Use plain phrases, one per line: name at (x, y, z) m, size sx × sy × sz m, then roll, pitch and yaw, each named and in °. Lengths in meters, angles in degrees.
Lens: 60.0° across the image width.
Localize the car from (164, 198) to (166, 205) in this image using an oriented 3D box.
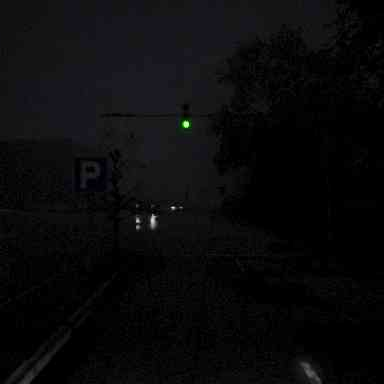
car at (-8.731, 2.165, 74.010) m, size 4.674 × 1.452 × 2.002 m, roll -1°, pitch 0°, yaw -12°

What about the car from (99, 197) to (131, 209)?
car at (-11.637, 1.898, 50.066) m, size 4.792 × 1.488 × 2.163 m, roll -1°, pitch 0°, yaw -15°

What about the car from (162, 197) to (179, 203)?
car at (-5.916, 2.193, 91.922) m, size 4.553 × 1.767 × 2.185 m, roll -1°, pitch -1°, yaw -11°

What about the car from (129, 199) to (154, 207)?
car at (-9.886, 2.066, 65.022) m, size 4.674 × 1.452 × 2.002 m, roll -1°, pitch 0°, yaw -13°

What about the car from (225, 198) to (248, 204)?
car at (10.467, 2.114, 79.206) m, size 5.008 × 1.535 × 2.097 m, roll 1°, pitch -1°, yaw -11°

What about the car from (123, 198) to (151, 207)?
car at (-10.248, 1.995, 62.026) m, size 4.892 × 1.521 × 2.231 m, roll -1°, pitch -1°, yaw -14°

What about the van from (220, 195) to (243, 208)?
van at (7.081, 1.616, 52.731) m, size 4.442 × 1.987 × 1.878 m, roll 1°, pitch 0°, yaw -14°

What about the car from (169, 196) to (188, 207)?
car at (-2.426, 1.909, 62.064) m, size 1.882 × 1.535 × 5.008 m, roll 0°, pitch -1°, yaw 7°

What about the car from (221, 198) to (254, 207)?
car at (7.979, 1.903, 58.695) m, size 5.366 × 1.575 × 1.946 m, roll 1°, pitch -1°, yaw -13°

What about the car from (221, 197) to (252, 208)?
car at (7.454, 1.748, 55.701) m, size 4.553 × 1.767 × 2.185 m, roll 1°, pitch -1°, yaw -14°

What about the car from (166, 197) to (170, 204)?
car at (-8.291, 1.906, 77.021) m, size 5.566 × 2.045 × 2.435 m, roll -1°, pitch -1°, yaw -12°

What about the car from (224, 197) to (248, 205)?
car at (9.193, 1.899, 70.406) m, size 4.553 × 1.767 × 2.185 m, roll 1°, pitch -1°, yaw -12°

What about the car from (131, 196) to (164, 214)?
car at (-4.719, 1.499, 36.040) m, size 2.097 × 1.767 × 4.553 m, roll 1°, pitch -2°, yaw 4°

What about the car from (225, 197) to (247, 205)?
car at (10.072, 1.960, 76.278) m, size 4.553 × 1.767 × 2.185 m, roll 1°, pitch 0°, yaw -11°

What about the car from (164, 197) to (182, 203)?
car at (-5.401, 2.351, 94.897) m, size 4.892 × 1.521 × 2.231 m, roll -1°, pitch -1°, yaw -10°

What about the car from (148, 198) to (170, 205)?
car at (-7.880, 2.190, 79.998) m, size 5.008 × 1.535 × 2.097 m, roll -1°, pitch -1°, yaw -12°

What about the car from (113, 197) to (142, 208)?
car at (-10.920, 1.803, 56.015) m, size 4.553 × 1.767 × 2.185 m, roll -1°, pitch -1°, yaw -14°

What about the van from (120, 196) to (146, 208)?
van at (-10.465, 1.734, 59.057) m, size 4.442 × 1.987 × 1.878 m, roll -1°, pitch -1°, yaw -14°

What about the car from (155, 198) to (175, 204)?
car at (-6.937, 2.254, 85.961) m, size 5.008 × 1.535 × 2.097 m, roll -1°, pitch -1°, yaw -11°

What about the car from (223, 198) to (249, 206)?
car at (8.474, 2.005, 64.534) m, size 4.674 × 1.452 × 2.002 m, roll 1°, pitch -1°, yaw -13°
